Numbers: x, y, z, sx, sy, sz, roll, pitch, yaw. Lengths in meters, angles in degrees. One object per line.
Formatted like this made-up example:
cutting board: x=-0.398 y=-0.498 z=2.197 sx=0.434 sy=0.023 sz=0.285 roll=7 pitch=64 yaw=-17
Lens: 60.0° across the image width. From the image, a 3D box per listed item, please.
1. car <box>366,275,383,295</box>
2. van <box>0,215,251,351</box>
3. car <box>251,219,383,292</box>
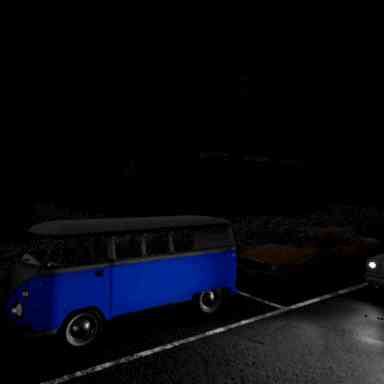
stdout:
car: x=5.913 y=1.601 z=7.570 sx=4.718 sy=1.301 sz=1.895 roll=0 pitch=0 yaw=-35
van: x=-1.042 y=1.341 z=5.903 sx=3.998 sy=1.788 sz=1.690 roll=0 pitch=0 yaw=-35
car: x=3.253 y=1.526 z=8.953 sx=4.829 sy=1.417 sz=1.752 roll=0 pitch=0 yaw=-35
